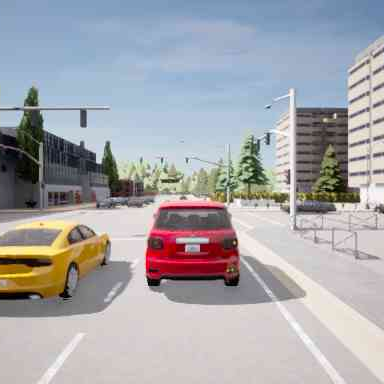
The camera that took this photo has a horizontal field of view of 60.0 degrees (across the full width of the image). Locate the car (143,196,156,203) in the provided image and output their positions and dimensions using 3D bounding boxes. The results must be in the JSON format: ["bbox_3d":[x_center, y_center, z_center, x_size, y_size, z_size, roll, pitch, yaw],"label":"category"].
[{"bbox_3d":[-8.859,1.547,69.830,2.033,1.411,5.357,0,0,-2],"label":"car"}]

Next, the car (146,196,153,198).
[{"bbox_3d":[-8.646,1.498,59.466,2.128,1.511,4.902,0,0,-1],"label":"car"}]

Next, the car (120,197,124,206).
[{"bbox_3d":[-12.061,1.553,56.087,2.033,1.411,5.357,0,0,-1],"label":"car"}]

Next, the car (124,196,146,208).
[{"bbox_3d":[-8.388,1.510,49.255,1.837,1.490,4.892,0,0,-2],"label":"car"}]

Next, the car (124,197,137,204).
[{"bbox_3d":[-12.284,1.608,66.373,1.895,1.301,4.718,0,0,-1],"label":"car"}]

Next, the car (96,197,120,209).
[{"bbox_3d":[-11.791,1.496,45.835,2.128,1.511,4.902,0,0,-2],"label":"car"}]

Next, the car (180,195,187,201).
[{"bbox_3d":[-2.332,1.533,87.169,1.812,1.442,4.674,0,0,-2],"label":"car"}]

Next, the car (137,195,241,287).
[{"bbox_3d":[0.014,1.224,9.447,2.150,2.045,5.566,0,0,0],"label":"car"}]

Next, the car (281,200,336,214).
[{"bbox_3d":[12.086,1.551,34.555,5.357,1.411,2.033,0,0,-2],"label":"car"}]

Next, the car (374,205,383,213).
[{"bbox_3d":[22.168,1.551,34.859,5.357,1.411,2.033,0,0,-2],"label":"car"}]

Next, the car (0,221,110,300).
[{"bbox_3d":[-3.488,1.478,8.494,1.882,1.535,5.008,0,0,0],"label":"car"}]
